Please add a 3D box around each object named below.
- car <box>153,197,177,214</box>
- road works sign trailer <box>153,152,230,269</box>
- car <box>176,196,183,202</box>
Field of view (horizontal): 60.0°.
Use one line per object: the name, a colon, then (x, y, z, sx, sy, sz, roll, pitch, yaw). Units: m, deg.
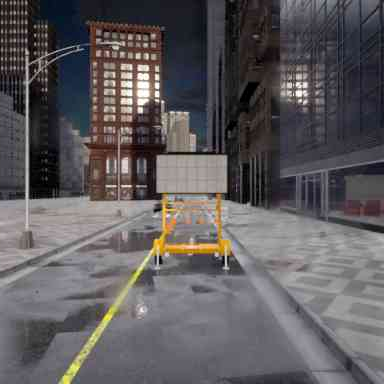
car: (-3.117, 1.574, 36.221, 2.033, 1.411, 5.357, 0, 0, 0)
road works sign trailer: (-0.004, 0.465, 11.091, 2.380, 3.560, 2.880, 0, 0, 0)
car: (-3.034, 1.669, 76.429, 1.812, 1.442, 4.674, 0, 0, 0)
